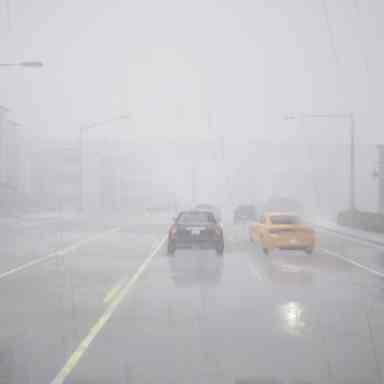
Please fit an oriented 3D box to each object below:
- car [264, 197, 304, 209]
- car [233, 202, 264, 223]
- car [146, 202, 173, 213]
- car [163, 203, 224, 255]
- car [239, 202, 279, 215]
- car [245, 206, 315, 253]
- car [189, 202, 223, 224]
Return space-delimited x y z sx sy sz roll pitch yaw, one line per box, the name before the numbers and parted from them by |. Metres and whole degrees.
car | 10.682 1.572 38.095 5.566 2.045 2.150 0 -1 -44
car | 4.724 1.740 28.094 1.882 1.535 5.008 0 0 16
car | -3.518 1.945 42.977 2.033 1.411 5.357 0 -1 35
car | 0.179 1.481 14.034 2.097 1.767 4.553 0 -1 1
car | 8.237 1.926 40.597 5.357 1.411 2.033 0 -1 -44
car | 3.689 1.612 14.342 1.882 1.535 5.008 0 0 1
car | 1.314 1.747 28.937 1.882 1.535 5.008 0 0 16
